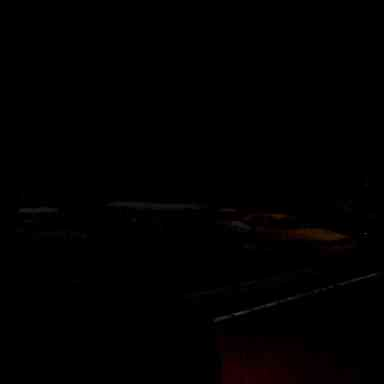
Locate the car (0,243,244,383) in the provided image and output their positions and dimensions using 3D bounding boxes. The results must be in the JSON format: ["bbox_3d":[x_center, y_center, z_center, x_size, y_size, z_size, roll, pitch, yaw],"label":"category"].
[{"bbox_3d":[-2.065,1.476,2.213,5.008,1.535,1.882,0,0,-35],"label":"car"}]

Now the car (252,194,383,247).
[{"bbox_3d":[5.628,1.245,14.565,2.435,2.045,5.566,0,0,-35],"label":"car"}]

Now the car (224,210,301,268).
[{"bbox_3d":[1.045,1.541,11.334,2.002,1.452,4.674,0,0,-35],"label":"car"}]

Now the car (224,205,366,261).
[{"bbox_3d":[3.436,1.496,12.809,1.946,1.575,5.366,0,0,-35],"label":"car"}]

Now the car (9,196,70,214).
[{"bbox_3d":[-9.455,1.253,19.872,2.435,2.045,5.566,0,0,-35],"label":"car"}]

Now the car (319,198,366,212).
[{"bbox_3d":[17.646,1.519,39.236,2.002,1.452,4.674,0,0,-36],"label":"car"}]

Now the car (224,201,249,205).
[{"bbox_3d":[1.934,1.490,27.803,1.946,1.575,5.366,0,0,-35],"label":"car"}]

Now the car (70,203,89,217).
[{"bbox_3d":[-7.215,1.501,21.512,2.097,1.535,5.008,0,0,-35],"label":"car"}]

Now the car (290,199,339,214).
[{"bbox_3d":[13.126,1.522,36.010,2.002,1.452,4.674,0,0,-35],"label":"car"}]

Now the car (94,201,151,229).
[{"bbox_3d":[-4.955,1.499,23.124,2.097,1.535,5.008,0,0,-35],"label":"car"}]

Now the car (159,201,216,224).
[{"bbox_3d":[-0.450,1.525,26.366,2.163,1.488,4.792,0,0,-35],"label":"car"}]

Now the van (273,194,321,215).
[{"bbox_3d":[10.797,1.258,34.496,1.878,1.987,4.442,0,0,-35],"label":"van"}]

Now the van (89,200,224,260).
[{"bbox_3d":[-1.303,1.277,9.799,1.878,1.987,4.442,0,0,-35],"label":"van"}]

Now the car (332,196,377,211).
[{"bbox_3d":[19.886,1.352,40.875,2.185,1.767,4.553,0,0,-36],"label":"car"}]

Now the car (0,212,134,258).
[{"bbox_3d":[-3.515,1.505,8.072,2.097,1.535,5.008,0,0,-35],"label":"car"}]

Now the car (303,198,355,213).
[{"bbox_3d":[15.388,1.480,37.622,2.097,1.535,5.008,0,0,-36],"label":"car"}]

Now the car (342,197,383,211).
[{"bbox_3d":[22.161,1.476,42.466,2.097,1.535,5.008,0,0,-36],"label":"car"}]

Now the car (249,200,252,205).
[{"bbox_3d":[6.363,1.518,31.155,2.163,1.488,4.792,0,0,-36],"label":"car"}]
